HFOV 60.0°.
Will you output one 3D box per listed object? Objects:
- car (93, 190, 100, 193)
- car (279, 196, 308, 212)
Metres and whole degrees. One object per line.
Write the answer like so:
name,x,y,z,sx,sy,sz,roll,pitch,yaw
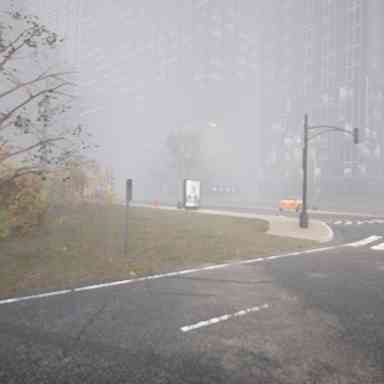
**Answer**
car,-14.904,0.403,55.421,2.097,1.767,4.553,3,-1,-42
car,11.435,1.205,37.246,2.097,1.767,4.553,2,2,34
